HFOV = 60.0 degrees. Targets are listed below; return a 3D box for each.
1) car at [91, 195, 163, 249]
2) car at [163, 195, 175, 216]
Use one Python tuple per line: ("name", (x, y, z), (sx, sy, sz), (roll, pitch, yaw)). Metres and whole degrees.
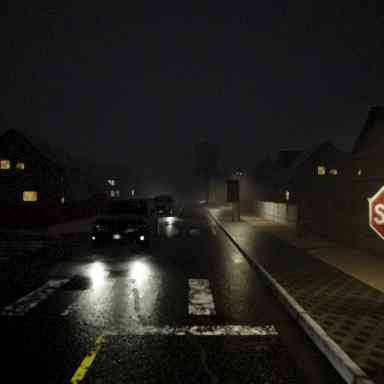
("car", (-2.781, 1.301, 15.041), (2.150, 2.045, 5.566), (0, 0, 0))
("car", (-2.829, 1.362, 33.029), (2.150, 2.045, 5.566), (0, 2, 0))
